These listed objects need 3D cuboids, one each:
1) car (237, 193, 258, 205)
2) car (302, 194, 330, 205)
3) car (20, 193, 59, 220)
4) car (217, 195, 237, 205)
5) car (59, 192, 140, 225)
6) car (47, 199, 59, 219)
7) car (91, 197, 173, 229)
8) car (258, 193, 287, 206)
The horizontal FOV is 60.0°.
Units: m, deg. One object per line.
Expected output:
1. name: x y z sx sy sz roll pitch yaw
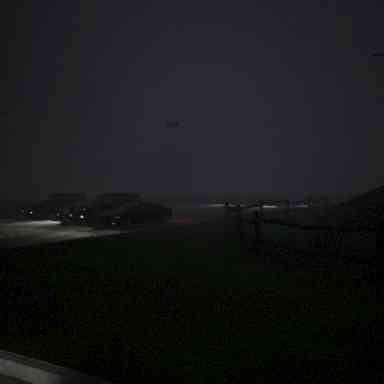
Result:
1. car: 8.647 0.969 45.154 1.837 1.490 4.892 0 0 42
2. car: 16.041 0.940 42.943 2.033 1.411 5.357 0 1 42
3. car: -11.202 1.093 27.658 2.150 2.045 5.566 0 1 41
4. car: 5.304 1.053 46.651 1.994 1.385 4.181 0 1 41
5. car: -5.872 1.069 23.122 2.150 2.045 5.566 0 1 41
6. car: -8.399 1.421 25.546 1.994 1.385 4.181 0 1 41
7. car: -3.382 1.319 20.648 1.882 1.535 5.008 0 1 41
8. car: 10.615 1.031 42.093 1.994 1.385 4.181 0 1 41
